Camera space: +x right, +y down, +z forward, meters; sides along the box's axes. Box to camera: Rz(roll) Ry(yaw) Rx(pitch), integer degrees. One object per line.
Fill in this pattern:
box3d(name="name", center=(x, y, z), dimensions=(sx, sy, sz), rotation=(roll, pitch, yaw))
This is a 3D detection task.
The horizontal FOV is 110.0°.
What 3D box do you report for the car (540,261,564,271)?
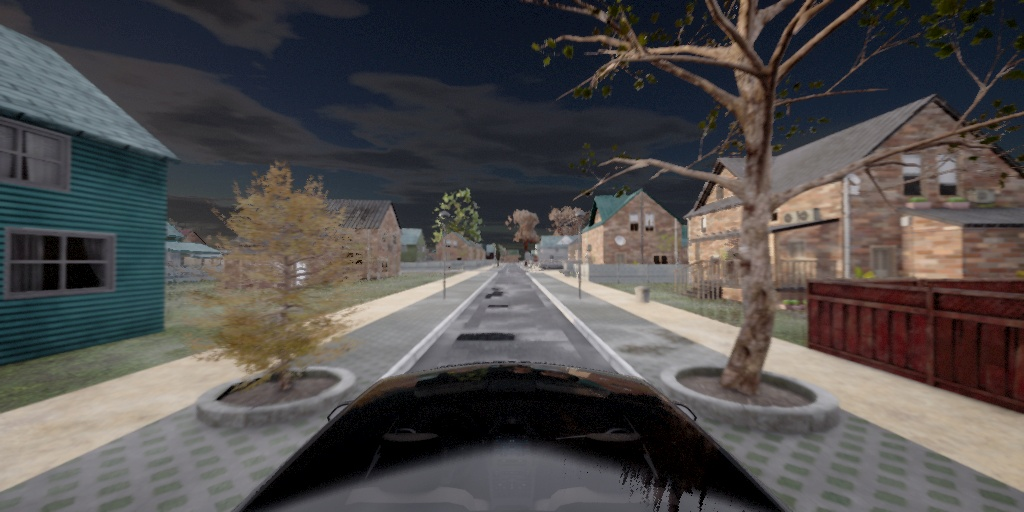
box3d(name="car", center=(6.581, 1.538, 53.115), dimensions=(4.902, 1.511, 2.128), rotation=(0, -1, 1))
